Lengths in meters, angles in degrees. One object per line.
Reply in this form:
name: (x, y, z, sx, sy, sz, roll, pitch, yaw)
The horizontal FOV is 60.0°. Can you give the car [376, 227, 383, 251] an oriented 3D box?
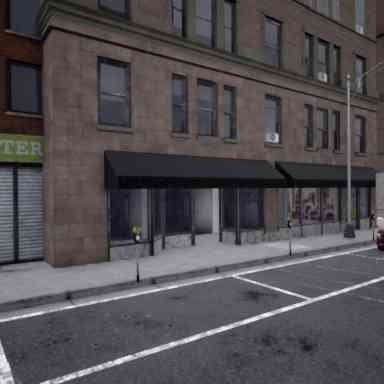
car: (8.866, 1.537, 12.865, 4.507, 1.381, 1.887, 0, -1, -35)
